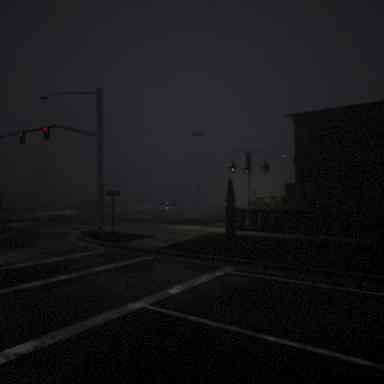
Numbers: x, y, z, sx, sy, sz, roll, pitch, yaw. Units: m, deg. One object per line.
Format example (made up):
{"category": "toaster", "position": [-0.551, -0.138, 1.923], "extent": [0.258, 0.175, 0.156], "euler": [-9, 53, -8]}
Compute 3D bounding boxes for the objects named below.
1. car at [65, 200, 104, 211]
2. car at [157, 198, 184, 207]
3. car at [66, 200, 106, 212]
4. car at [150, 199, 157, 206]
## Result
{"category": "car", "position": [-15.721, 1.935, 49.001], "extent": [2.033, 1.411, 5.357], "euler": [-1, 0, 36]}
{"category": "car", "position": [-3.476, 1.858, 59.811], "extent": [1.837, 1.490, 4.892], "euler": [-1, 0, 37]}
{"category": "car", "position": [-14.151, 1.956, 45.224], "extent": [1.895, 1.301, 4.718], "euler": [-1, 0, 36]}
{"category": "car", "position": [-5.800, 1.877, 62.542], "extent": [2.128, 1.511, 4.902], "euler": [-1, 0, 37]}
